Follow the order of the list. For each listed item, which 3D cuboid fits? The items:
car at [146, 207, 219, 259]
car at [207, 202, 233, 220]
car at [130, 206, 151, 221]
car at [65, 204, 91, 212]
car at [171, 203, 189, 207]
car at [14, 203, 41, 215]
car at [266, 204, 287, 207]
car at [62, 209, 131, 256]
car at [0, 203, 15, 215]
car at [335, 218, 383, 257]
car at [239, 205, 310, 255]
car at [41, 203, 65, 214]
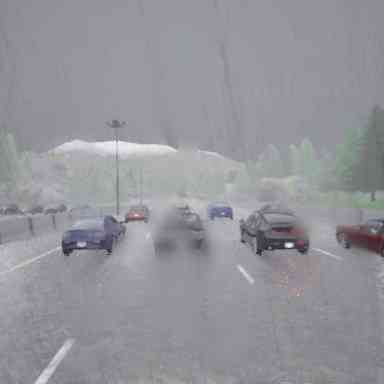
[{"bbox_3d":[-0.378,1.553,12.946,2.128,1.511,4.902,-1,0,-2],"label":"car"},{"bbox_3d":[2.446,1.656,29.772,1.882,1.535,5.008,-1,-1,-2],"label":"car"},{"bbox_3d":[-4.511,1.859,28.571,1.994,1.385,4.181,-1,-1,-2],"label":"car"},{"bbox_3d":[-15.962,2.395,47.971,2.033,1.411,5.357,-1,-1,-2],"label":"car"},{"bbox_3d":[-0.999,1.714,28.171,2.128,1.511,4.902,-1,-1,-2],"label":"car"},{"bbox_3d":[-22.955,2.473,47.866,2.128,1.511,4.902,-1,-1,-2],"label":"car"},{"bbox_3d":[6.117,1.594,24.843,2.033,1.411,5.357,-1,-1,-2],"label":"car"},{"bbox_3d":[-3.912,1.661,13.824,1.812,1.442,4.674,-1,0,-2],"label":"car"},{"bbox_3d":[-26.437,2.391,47.364,2.097,1.767,4.553,-1,-1,-2],"label":"car"},{"bbox_3d":[6.686,1.518,11.211,1.895,1.301,4.718,-1,0,-2],"label":"car"},{"bbox_3d":[3.108,1.504,13.351,1.837,1.490,4.892,-1,0,-2],"label":"car"},{"bbox_3d":[-19.457,2.392,47.921,1.882,1.535,5.008,-1,-1,-2],"label":"car"}]
